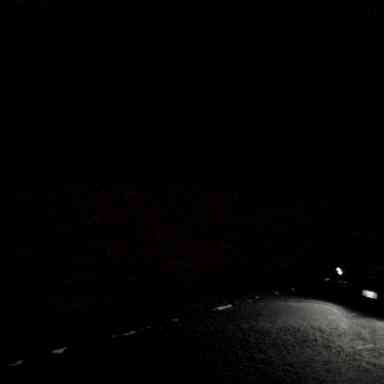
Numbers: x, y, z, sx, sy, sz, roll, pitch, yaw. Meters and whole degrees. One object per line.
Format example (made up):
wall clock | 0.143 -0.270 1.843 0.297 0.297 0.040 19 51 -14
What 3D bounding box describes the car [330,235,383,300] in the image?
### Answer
car | 5.515 1.538 7.821 5.357 1.411 2.033 0 0 -36
